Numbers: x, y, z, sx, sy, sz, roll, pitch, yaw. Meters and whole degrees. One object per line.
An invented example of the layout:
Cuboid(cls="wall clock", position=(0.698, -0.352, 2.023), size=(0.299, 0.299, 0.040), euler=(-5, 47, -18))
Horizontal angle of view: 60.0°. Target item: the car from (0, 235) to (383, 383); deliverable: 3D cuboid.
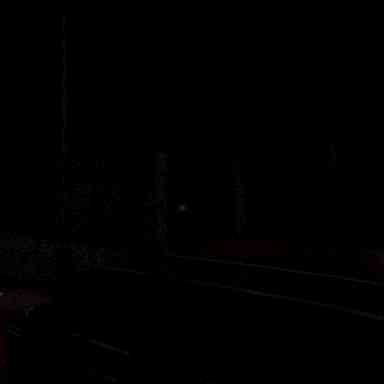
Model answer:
Cuboid(cls="car", position=(0.084, 1.316, 2.752), size=(5.009, 1.841, 2.192), euler=(0, 0, 36))
